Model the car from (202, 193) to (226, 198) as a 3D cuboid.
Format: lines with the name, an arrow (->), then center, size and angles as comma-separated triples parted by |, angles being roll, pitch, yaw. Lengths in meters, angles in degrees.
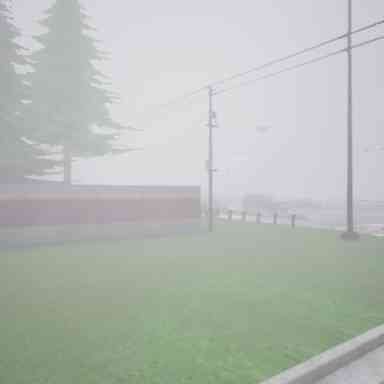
car -> 3.710, 1.185, 53.292 | 2.150, 2.045, 5.566 | 0, 0, -36

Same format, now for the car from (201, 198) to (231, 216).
car -> 1.825, 1.542, 31.983 | 1.994, 1.385, 4.181 | 0, 0, -36

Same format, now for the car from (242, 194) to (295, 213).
car -> 7.808, 1.191, 35.654 | 2.150, 2.045, 5.566 | 0, 0, -36

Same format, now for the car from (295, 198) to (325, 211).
car -> 13.479, 1.453, 39.762 | 2.128, 1.511, 4.902 | 0, 0, -36
